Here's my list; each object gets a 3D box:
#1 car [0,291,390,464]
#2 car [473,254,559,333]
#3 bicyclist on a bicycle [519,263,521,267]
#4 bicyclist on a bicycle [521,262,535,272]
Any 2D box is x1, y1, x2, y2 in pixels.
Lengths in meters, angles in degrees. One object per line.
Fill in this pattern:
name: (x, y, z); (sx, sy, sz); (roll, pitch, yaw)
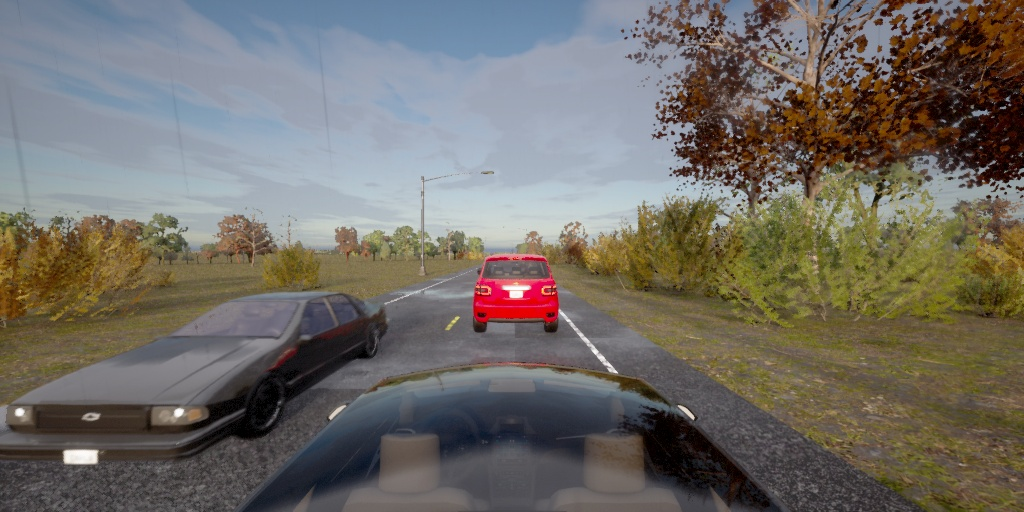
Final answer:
car: (-3.609, 1.296, 5.670); (2.033, 1.411, 5.357); (0, 0, 0)
car: (0.086, 0.968, 10.907); (2.150, 2.045, 5.566); (0, 0, 0)
bicyclist on a bicycle: (0.887, 1.111, 28.627); (0.659, 1.776, 1.843); (0, 0, 0)
bicyclist on a bicycle: (0.932, 1.114, 18.614); (0.659, 1.776, 1.843); (0, 0, 0)
